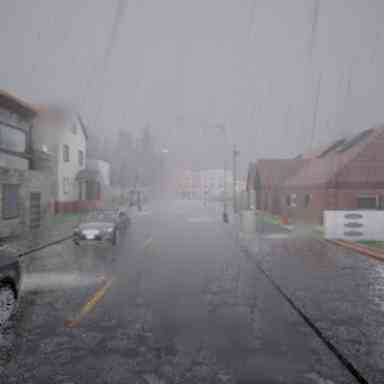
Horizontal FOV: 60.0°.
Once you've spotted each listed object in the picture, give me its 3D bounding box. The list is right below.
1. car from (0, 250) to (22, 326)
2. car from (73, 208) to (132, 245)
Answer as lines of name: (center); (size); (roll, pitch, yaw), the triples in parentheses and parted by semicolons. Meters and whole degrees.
car: (-4.100, 1.512, 4.267); (2.128, 1.511, 4.902); (0, 0, 0)
car: (-4.092, 1.564, 15.881); (2.128, 1.511, 4.902); (0, 0, 0)
